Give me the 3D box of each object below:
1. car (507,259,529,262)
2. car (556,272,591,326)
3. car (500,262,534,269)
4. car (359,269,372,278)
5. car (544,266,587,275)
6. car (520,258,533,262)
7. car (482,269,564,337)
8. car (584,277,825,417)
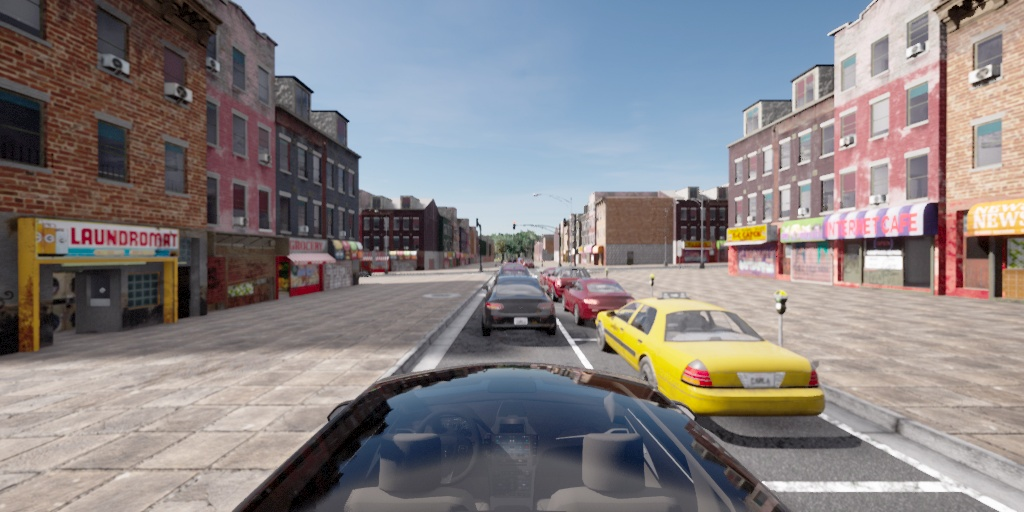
[{"bbox_3d":[0.092,1.244,27.303,1.882,1.535,5.008,0,0,0],"label":"car"},{"bbox_3d":[2.647,1.332,11.404,1.802,1.307,4.207,0,0,0],"label":"car"},{"bbox_3d":[0.105,1.246,17.743,2.128,1.511,4.902,0,0,0],"label":"car"},{"bbox_3d":[-17.890,1.884,39.861,4.181,1.385,1.994,-2,0,0],"label":"car"},{"bbox_3d":[2.652,1.193,16.870,1.967,1.591,4.097,0,0,0],"label":"car"},{"bbox_3d":[2.697,1.308,59.677,1.967,1.591,4.097,0,0,0],"label":"car"},{"bbox_3d":[0.120,1.276,10.216,1.812,1.442,4.674,0,0,-2],"label":"car"},{"bbox_3d":[2.641,1.275,6.107,1.751,1.417,4.829,0,0,0],"label":"car"}]
